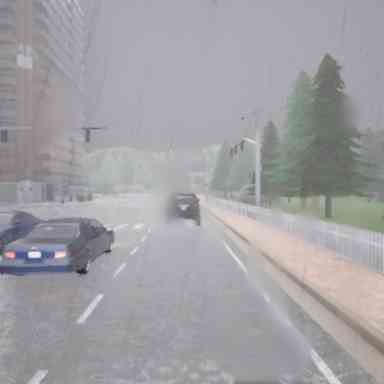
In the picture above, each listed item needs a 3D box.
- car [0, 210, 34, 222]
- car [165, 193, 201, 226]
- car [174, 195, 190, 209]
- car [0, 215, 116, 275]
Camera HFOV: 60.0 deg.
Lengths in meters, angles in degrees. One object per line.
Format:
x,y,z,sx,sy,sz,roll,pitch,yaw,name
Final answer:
-7.433,1.458,13.067,1.812,1.442,4.674,0,0,-1,car
-0.600,1.054,22.375,2.150,2.045,5.566,0,0,-2,car
-1.247,1.200,41.885,1.837,1.490,4.892,0,1,-2,car
-3.716,1.486,10.218,2.033,1.411,5.357,0,0,-2,car
